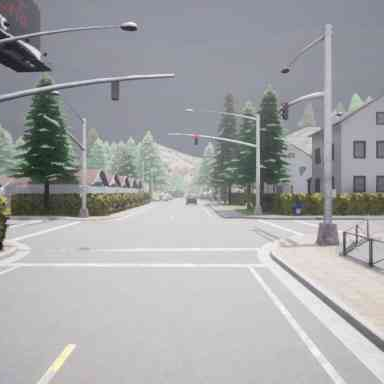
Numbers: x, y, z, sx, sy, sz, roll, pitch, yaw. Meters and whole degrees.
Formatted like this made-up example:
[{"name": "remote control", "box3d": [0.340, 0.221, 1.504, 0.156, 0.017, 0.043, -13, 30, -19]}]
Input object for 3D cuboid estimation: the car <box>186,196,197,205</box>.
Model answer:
[{"name": "car", "box3d": [-0.089, 1.504, 59.293, 1.837, 1.490, 4.892, 0, 0, 0]}]
